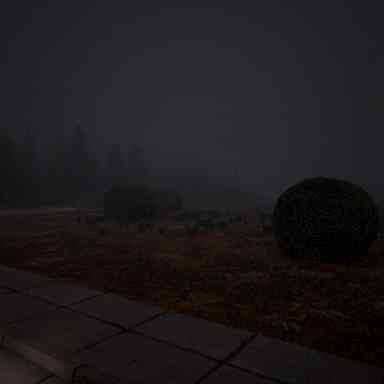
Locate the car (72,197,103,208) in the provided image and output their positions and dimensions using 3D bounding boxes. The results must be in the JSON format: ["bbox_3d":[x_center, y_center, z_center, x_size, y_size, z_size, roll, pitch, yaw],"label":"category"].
[{"bbox_3d":[-14.150,1.422,45.900,1.882,1.535,5.008,0,0,37],"label":"car"}]
